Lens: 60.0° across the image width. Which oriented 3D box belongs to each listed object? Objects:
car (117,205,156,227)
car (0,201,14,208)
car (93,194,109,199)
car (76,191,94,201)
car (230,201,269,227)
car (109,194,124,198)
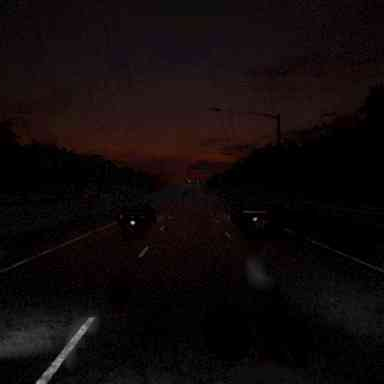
[{"bbox_3d":[-3.382,1.448,21.236,1.895,1.301,4.718,0,0,0],"label":"car"},{"bbox_3d":[-14.079,1.341,22.879,1.837,1.490,4.892,0,0,0],"label":"car"},{"bbox_3d":[-17.445,1.096,65.867,1.812,1.442,4.674,0,1,0],"label":"car"},{"bbox_3d":[-20.944,0.797,65.719,2.150,2.045,5.566,0,0,0],"label":"car"},{"bbox_3d":[3.618,1.337,21.452,2.128,1.511,4.902,0,0,0],"label":"car"},{"bbox_3d":[-13.958,1.111,63.486,1.812,1.442,4.674,0,0,0],"label":"car"}]
